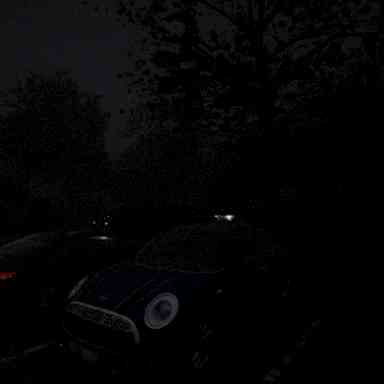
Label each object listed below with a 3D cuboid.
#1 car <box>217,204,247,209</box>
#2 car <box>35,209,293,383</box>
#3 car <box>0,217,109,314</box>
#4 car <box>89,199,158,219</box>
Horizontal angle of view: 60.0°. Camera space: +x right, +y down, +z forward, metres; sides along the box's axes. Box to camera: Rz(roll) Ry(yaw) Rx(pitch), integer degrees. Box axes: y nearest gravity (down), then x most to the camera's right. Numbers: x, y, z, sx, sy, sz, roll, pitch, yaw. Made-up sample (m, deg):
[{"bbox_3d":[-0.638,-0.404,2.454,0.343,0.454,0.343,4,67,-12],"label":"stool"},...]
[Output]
[{"bbox_3d":[4.509,1.649,37.081,1.812,1.442,4.674,-3,-1,35],"label":"car"},{"bbox_3d":[0.088,1.358,5.789,2.185,1.767,4.553,0,0,35],"label":"car"},{"bbox_3d":[-2.534,1.532,7.570,2.002,1.452,4.674,0,0,35],"label":"car"},{"bbox_3d":[-4.827,1.608,24.095,2.150,2.045,5.566,-3,-1,36],"label":"car"}]
